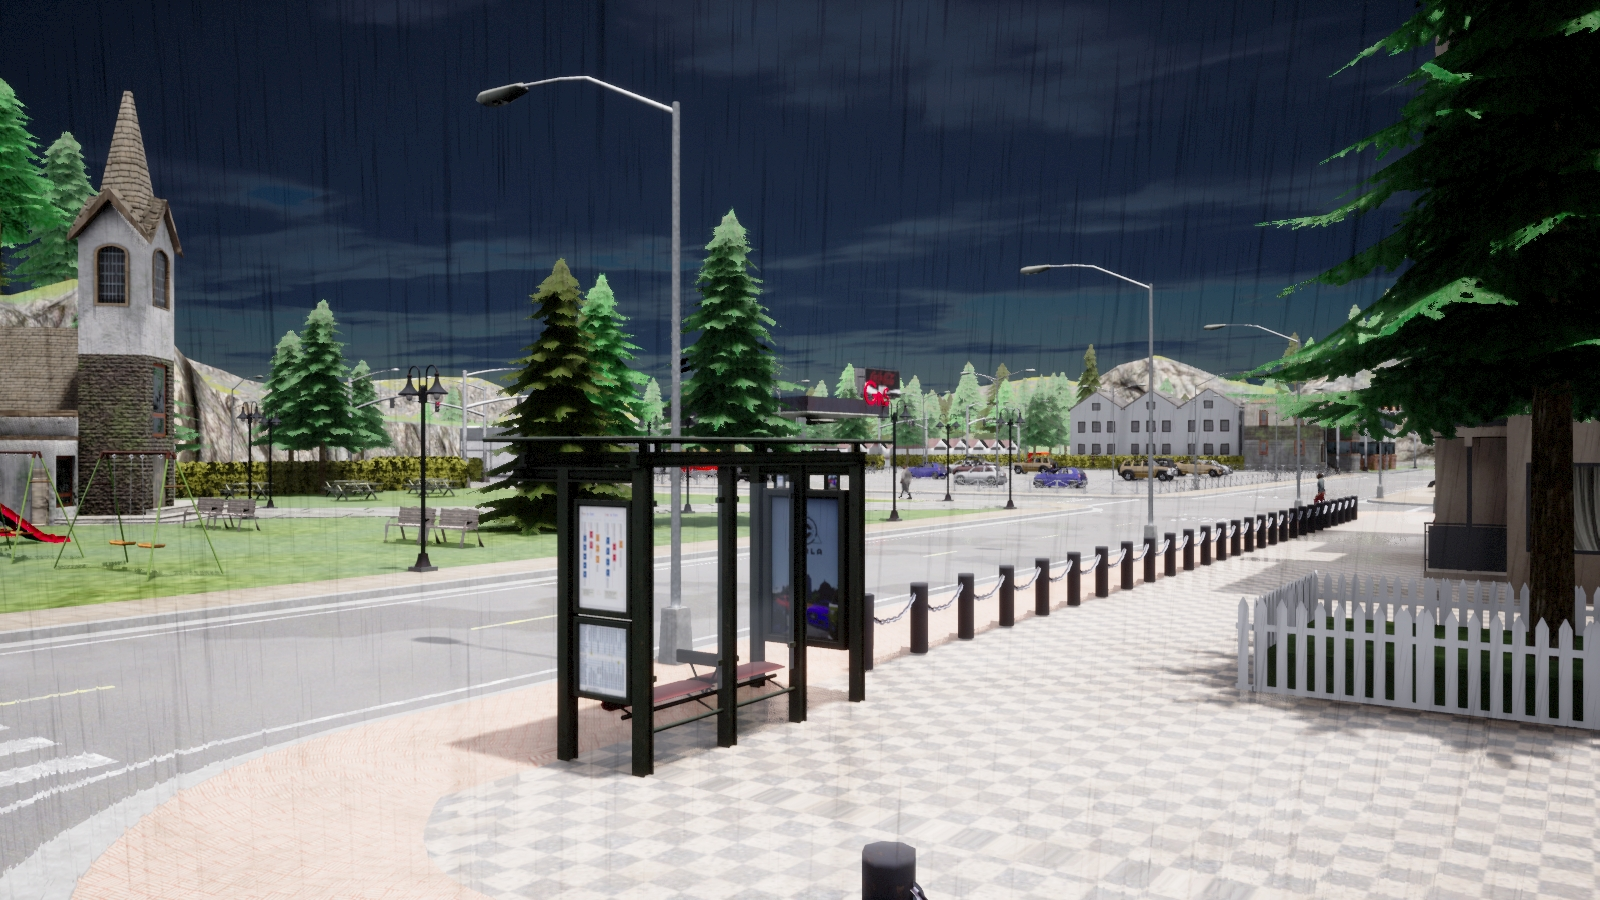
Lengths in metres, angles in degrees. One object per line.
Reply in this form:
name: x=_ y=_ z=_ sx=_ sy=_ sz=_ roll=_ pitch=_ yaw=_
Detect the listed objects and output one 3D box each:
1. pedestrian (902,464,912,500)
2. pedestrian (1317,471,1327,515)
pedestrian: x=5.630 y=1.673 z=60.276 sx=0.375 sy=1.860 sz=0.375 roll=0 pitch=0 yaw=39
pedestrian: x=22.207 y=1.822 z=48.613 sx=0.375 sy=1.860 sz=0.375 roll=0 pitch=0 yaw=20
